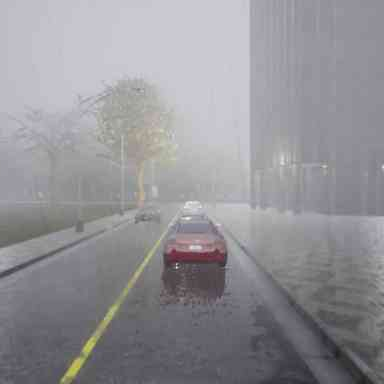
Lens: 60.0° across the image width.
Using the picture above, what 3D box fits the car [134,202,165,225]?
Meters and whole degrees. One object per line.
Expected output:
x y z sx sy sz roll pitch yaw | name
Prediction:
-3.097 1.534 24.771 1.837 1.490 4.892 0 0 0 | car

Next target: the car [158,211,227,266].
0.099 1.580 11.640 1.994 1.385 4.181 0 0 0 | car

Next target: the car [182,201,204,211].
0.088 1.557 29.320 1.812 1.442 4.674 0 0 0 | car
